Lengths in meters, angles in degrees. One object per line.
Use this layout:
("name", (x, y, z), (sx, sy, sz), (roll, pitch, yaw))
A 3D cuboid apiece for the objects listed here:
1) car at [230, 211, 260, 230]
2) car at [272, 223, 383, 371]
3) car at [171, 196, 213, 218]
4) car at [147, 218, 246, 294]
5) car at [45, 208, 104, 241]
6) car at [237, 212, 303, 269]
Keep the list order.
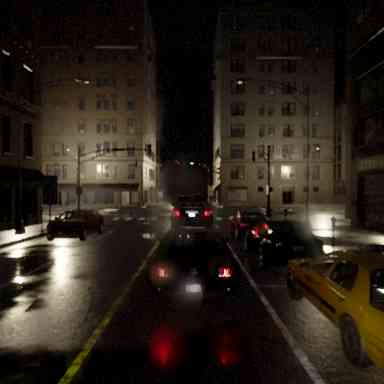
("car", (2.865, 1.568, 16.557), (1.802, 1.307, 4.206), (-1, 0, 0))
("car", (2.864, 1.521, 5.555), (1.752, 1.417, 4.829), (-1, 0, 0))
("car", (-0.004, 1.206, 18.716), (2.150, 2.045, 5.566), (0, 0, 0))
("car", (0.045, 1.594, 8.725), (1.895, 1.301, 4.718), (0, 0, 0))
("car", (-5.680, 1.531, 16.555), (1.887, 1.381, 4.507), (-1, 0, 0))
("car", (2.865, 1.557, 10.972), (1.947, 1.339, 4.313), (-1, 0, 0))
